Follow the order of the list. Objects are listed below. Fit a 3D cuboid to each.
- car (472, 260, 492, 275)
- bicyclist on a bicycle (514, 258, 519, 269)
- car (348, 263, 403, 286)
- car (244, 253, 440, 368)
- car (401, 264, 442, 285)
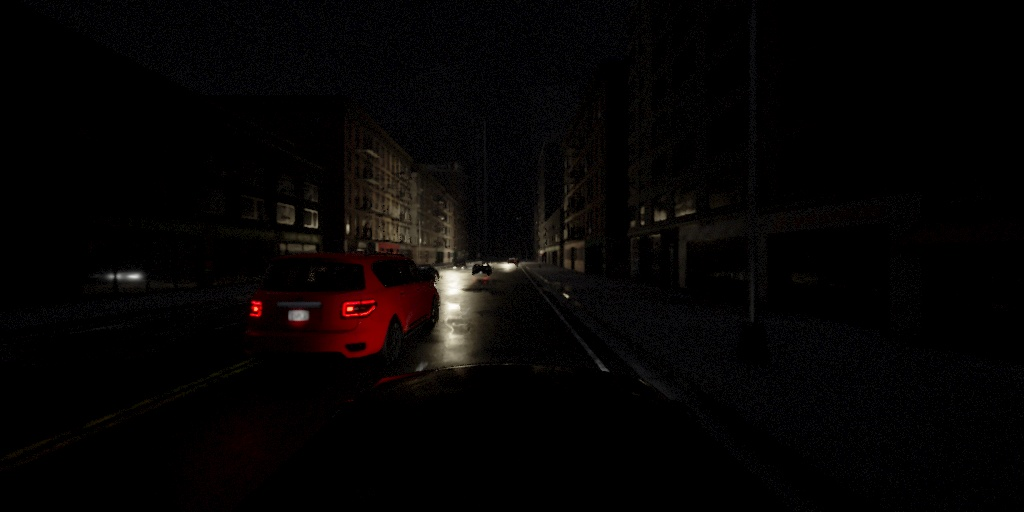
[{"bbox_3d":[-3.165,1.355,38.661,1.895,1.301,4.718,0,0,0],"label":"car"},{"bbox_3d":[0.870,1.133,57.304,0.659,1.776,1.843,0,0,0],"label":"bicyclist on a bicycle"},{"bbox_3d":[-9.857,1.297,26.406,2.033,1.411,5.357,0,0,0],"label":"car"},{"bbox_3d":[-3.150,0.969,7.973,2.150,2.045,5.566,0,0,0],"label":"car"},{"bbox_3d":[-6.605,1.314,26.544,1.994,1.385,4.181,0,0,0],"label":"car"}]
